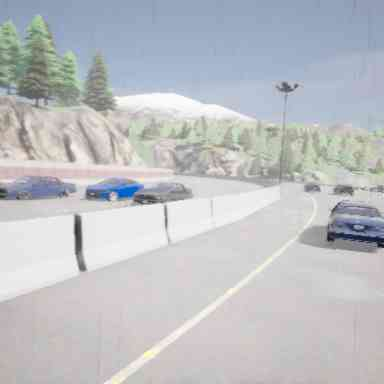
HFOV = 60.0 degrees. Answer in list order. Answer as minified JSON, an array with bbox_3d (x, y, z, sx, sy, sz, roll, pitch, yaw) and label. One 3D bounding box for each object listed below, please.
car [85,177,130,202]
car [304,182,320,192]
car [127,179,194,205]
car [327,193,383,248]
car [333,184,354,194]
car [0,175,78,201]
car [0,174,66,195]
[{"bbox_3d":[-5.033,-0.244,22.429,1.882,1.535,5.008,5,4,23],"label":"car"},{"bbox_3d":[18.667,-0.808,51.768,1.812,1.442,4.674,4,4,9],"label":"car"},{"bbox_3d":[-1.625,0.068,21.446,2.033,1.411,5.357,5,4,23],"label":"car"},{"bbox_3d":[6.196,1.044,12.584,2.033,1.411,5.357,5,4,24],"label":"car"},{"bbox_3d":[21.205,-0.363,46.563,1.837,1.490,4.892,5,4,11],"label":"car"},{"bbox_3d":[-9.613,-0.308,20.728,2.033,1.411,5.357,5,4,25],"label":"car"},{"bbox_3d":[-11.775,-0.603,24.417,1.895,1.301,4.718,5,4,24],"label":"car"}]
